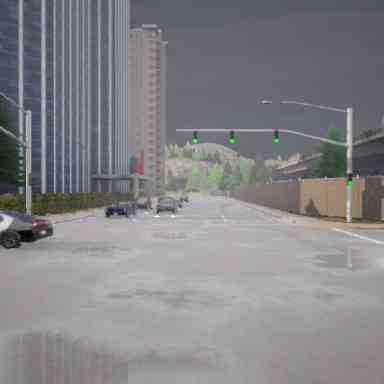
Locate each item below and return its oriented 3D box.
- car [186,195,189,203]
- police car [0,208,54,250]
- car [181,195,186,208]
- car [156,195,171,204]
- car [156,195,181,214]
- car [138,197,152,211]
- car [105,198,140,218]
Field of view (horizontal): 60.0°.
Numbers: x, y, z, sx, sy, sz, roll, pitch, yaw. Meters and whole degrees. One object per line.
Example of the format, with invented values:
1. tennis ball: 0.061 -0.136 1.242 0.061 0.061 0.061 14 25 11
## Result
1. car: -1.545 1.331 64.033 2.033 1.411 5.357 0 0 2
2. police car: -8.507 1.490 13.780 4.974 1.542 2.038 0 0 2
3. car: -2.245 1.376 43.834 1.812 1.442 4.674 0 0 3
4. car: -5.177 1.342 60.648 2.033 1.411 5.357 0 0 2
5. car: -2.503 1.387 34.110 1.837 1.490 4.892 0 0 2
6. car: -5.868 1.344 38.789 1.882 1.535 5.008 0 0 2
7. car: -6.152 1.498 29.268 1.895 1.301 4.718 0 0 2
